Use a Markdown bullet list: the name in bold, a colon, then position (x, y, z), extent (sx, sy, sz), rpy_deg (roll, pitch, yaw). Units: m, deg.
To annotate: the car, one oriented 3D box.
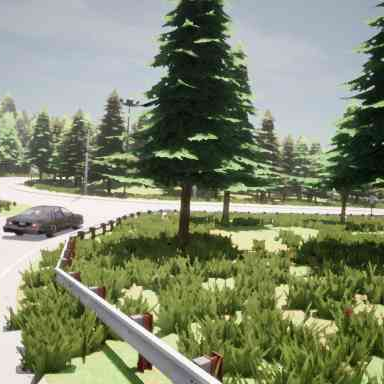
- **car**: position (-7.407, 1.414, 17.304), extent (2.033, 1.411, 5.357), rpy_deg (4, 1, 3)
